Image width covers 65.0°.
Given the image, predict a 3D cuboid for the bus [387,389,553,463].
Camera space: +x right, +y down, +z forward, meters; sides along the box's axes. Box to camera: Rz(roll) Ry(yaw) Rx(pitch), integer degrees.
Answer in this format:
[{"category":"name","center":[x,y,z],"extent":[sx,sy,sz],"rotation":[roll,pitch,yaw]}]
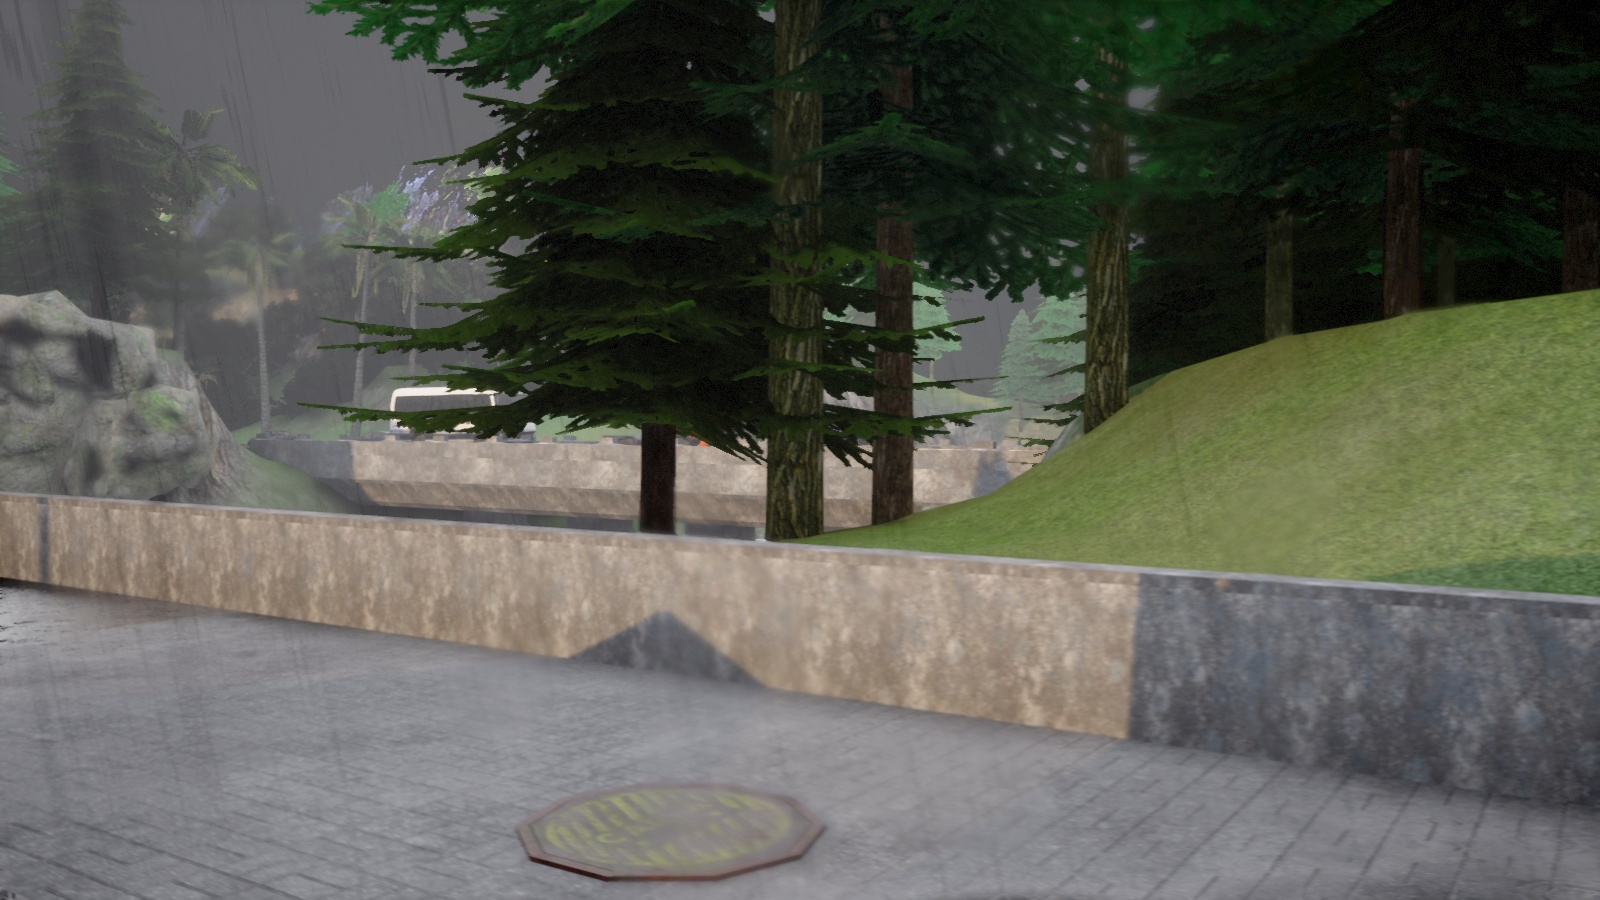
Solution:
[{"category":"bus","center":[-20.310,-1.413,77.091],"extent":[10.273,4.253,3.944],"rotation":[-1,1,34]}]

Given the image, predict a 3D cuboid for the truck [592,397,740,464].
[{"category":"truck","center":[-7.374,-1.045,68.525],"extent":[7.936,3.462,2.891],"rotation":[0,1,34]}]

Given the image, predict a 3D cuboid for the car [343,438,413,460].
[{"category":"car","center":[-29.586,-0.080,88.065],"extent":[4.792,1.488,2.163],"rotation":[0,1,34]}]
